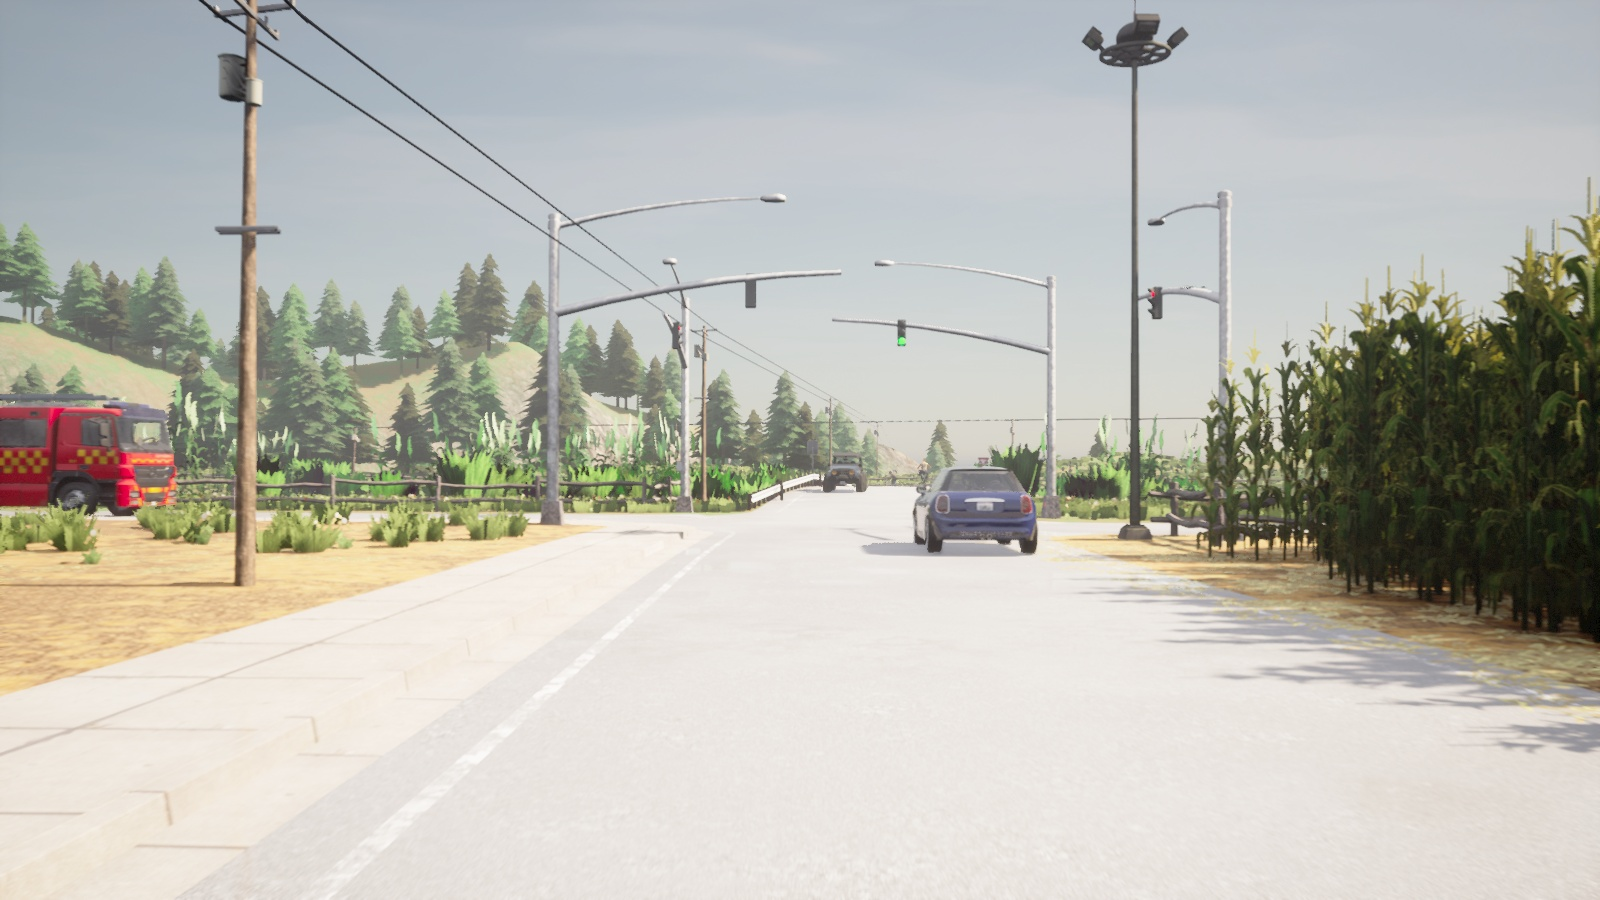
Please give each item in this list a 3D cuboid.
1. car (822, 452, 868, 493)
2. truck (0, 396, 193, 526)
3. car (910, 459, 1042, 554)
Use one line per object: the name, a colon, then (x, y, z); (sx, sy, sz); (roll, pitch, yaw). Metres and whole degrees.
car: (2.208, 1.052, 60.807); (1.905, 1.878, 3.866); (0, 1, 7)
truck: (-23.692, 0.372, 38.841); (8.468, 3.827, 2.891); (0, -1, 3)
car: (3.501, 1.100, 25.855); (2.097, 1.767, 4.553); (0, -1, 1)
